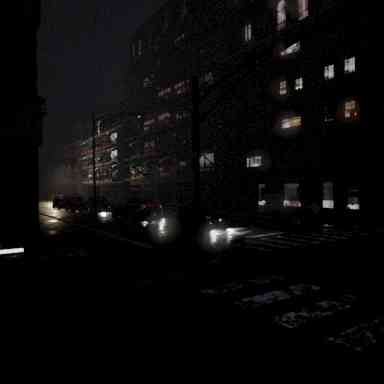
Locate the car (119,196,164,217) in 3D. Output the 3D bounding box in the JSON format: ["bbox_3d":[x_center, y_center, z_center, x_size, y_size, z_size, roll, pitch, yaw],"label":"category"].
[{"bbox_3d":[-4.310,1.255,28.825,2.097,1.767,4.553,-1,1,-35],"label":"car"}]

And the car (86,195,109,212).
[{"bbox_3d":[-9.906,1.423,36.971,1.994,1.385,4.181,-1,1,-35],"label":"car"}]

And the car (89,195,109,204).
[{"bbox_3d":[-15.502,1.213,55.303,1.752,1.417,4.829,-1,1,-35],"label":"car"}]

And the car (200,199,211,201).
[{"bbox_3d":[0.787,1.356,31.821,1.887,1.381,4.507,-1,1,-35],"label":"car"}]

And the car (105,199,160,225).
[{"bbox_3d":[-4.406,1.507,24.178,1.887,1.381,4.507,-1,1,-35],"label":"car"}]

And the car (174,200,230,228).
[{"bbox_3d":[0.585,1.505,21.720,1.994,1.385,4.181,-1,1,-34],"label":"car"}]

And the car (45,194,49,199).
[{"bbox_3d":[-34.832,1.071,83.389,1.752,1.417,4.829,-1,1,-35],"label":"car"}]

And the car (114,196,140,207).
[{"bbox_3d":[-9.058,1.262,45.941,1.752,1.417,4.829,-1,1,-35],"label":"car"}]

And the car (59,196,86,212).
[{"bbox_3d":[-12.640,1.446,36.368,2.008,1.369,4.403,-1,1,-35],"label":"car"}]

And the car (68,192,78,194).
[{"bbox_3d":[-19.808,1.206,56.810,2.128,1.511,4.902,-1,1,-35],"label":"car"}]

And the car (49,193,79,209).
[{"bbox_3d":[-15.863,1.311,41.049,1.967,1.590,4.097,-1,1,-35],"label":"car"}]

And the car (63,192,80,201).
[{"bbox_3d":[-25.072,0.931,69.204,2.192,1.841,5.009,-1,1,-35],"label":"car"}]

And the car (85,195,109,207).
[{"bbox_3d":[-13.854,1.264,48.248,1.837,1.490,4.892,-1,1,-34],"label":"car"}]

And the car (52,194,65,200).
[{"bbox_3d":[-31.514,1.120,78.568,2.008,1.369,4.403,-1,1,-35],"label":"car"}]
